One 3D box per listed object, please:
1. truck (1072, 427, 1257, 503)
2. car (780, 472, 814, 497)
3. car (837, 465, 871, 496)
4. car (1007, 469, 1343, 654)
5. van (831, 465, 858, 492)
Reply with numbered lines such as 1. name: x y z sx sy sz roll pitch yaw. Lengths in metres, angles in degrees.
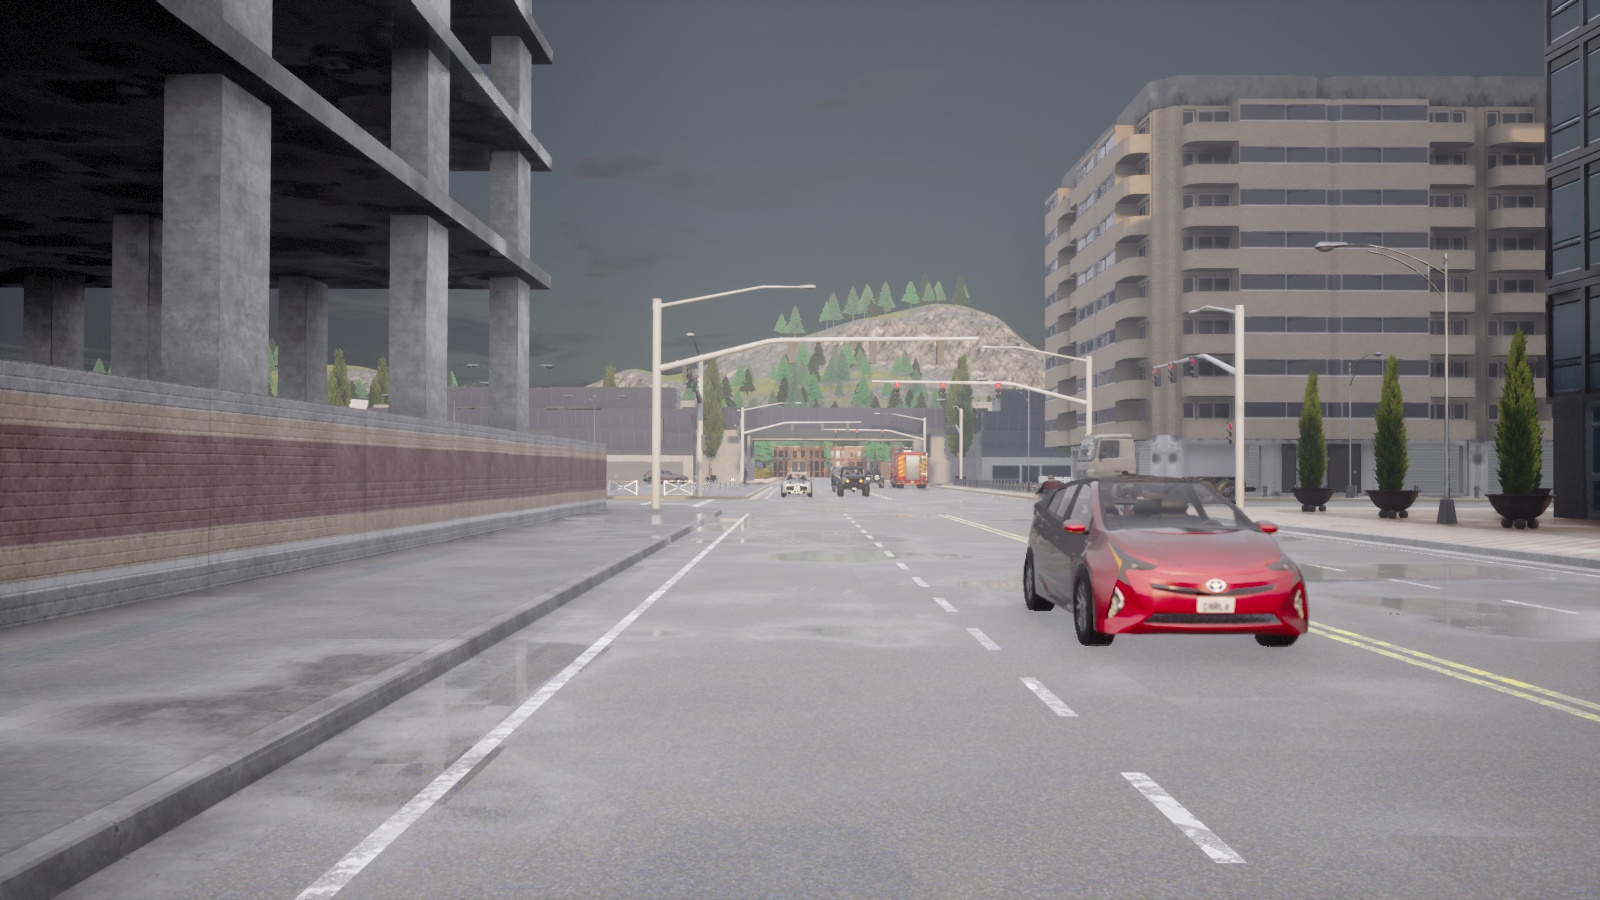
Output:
1. truck: 17.302 0.721 59.999 7.936 3.462 2.891 0 -1 -1
2. car: -0.175 2.050 75.808 1.970 1.475 3.806 0 -1 0
3. car: 3.317 1.907 78.188 1.905 1.878 3.866 0 -1 0
4. car: 3.471 0.959 12.639 2.007 1.525 4.514 0 -1 0
5. van: 3.283 2.117 93.311 1.775 1.987 4.442 0 -1 0
